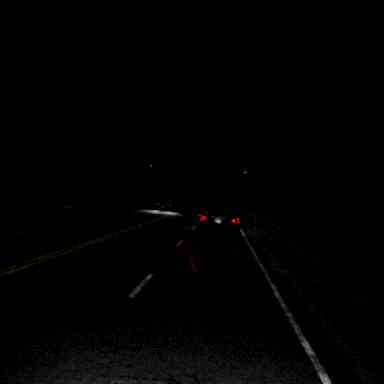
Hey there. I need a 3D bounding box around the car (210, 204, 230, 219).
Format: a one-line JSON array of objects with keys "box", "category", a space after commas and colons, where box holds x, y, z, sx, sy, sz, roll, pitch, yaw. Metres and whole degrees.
[{"box": [3.151, 2.169, 37.216, 1.895, 1.301, 4.718, 5, 0, 5], "category": "car"}]

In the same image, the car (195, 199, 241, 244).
[{"box": [1.463, 1.489, 18.166, 2.150, 2.045, 5.566, 5, 0, 5], "category": "car"}]

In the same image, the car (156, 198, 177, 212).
[{"box": [-3.053, 1.530, 40.380, 1.812, 1.442, 4.674, 5, 0, 5], "category": "car"}]
